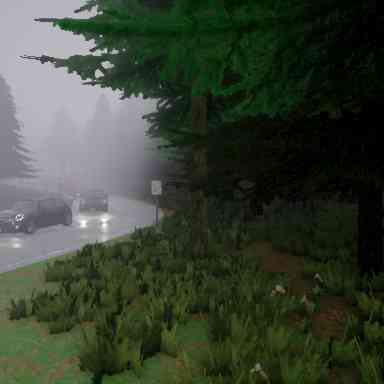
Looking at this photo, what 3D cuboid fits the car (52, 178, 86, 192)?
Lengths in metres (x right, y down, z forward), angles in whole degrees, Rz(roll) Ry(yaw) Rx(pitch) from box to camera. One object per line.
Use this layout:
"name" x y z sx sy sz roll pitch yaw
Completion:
"car" -12.866 -0.410 36.608 5.566 2.045 2.150 7 5 44

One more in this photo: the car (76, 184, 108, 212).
"car" -8.119 0.589 27.701 2.097 1.767 4.553 0 4 -14

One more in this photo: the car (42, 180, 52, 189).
"car" -18.493 -0.951 45.360 4.892 1.490 1.837 6 4 38

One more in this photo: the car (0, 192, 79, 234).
"car" -8.505 1.138 17.854 2.097 1.767 4.553 0 2 15

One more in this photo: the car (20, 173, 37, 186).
"car" -25.830 -2.127 52.412 2.150 2.045 5.566 0 5 -30
